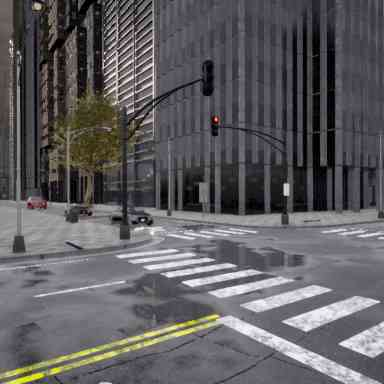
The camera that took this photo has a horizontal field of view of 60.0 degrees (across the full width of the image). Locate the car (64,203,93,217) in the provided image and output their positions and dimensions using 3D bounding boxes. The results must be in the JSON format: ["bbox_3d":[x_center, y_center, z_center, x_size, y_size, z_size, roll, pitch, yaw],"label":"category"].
[{"bbox_3d":[-11.758,1.841,34.265,1.994,1.385,4.181,0,0,-35],"label":"car"}]

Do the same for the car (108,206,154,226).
[{"bbox_3d":[-4.454,1.728,23.983,1.994,1.385,4.181,0,0,-35],"label":"car"}]

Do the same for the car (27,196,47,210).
[{"bbox_3d":[-24.349,1.710,52.149,2.150,2.045,5.566,0,-1,-35],"label":"car"}]
